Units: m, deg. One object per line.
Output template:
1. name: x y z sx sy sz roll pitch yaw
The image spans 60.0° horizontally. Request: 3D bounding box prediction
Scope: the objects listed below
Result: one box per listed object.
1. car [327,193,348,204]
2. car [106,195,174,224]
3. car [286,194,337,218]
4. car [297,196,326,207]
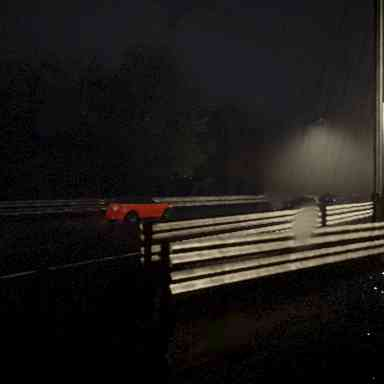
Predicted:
1. car: 16.681 0.931 39.138 2.097 1.767 4.553 0 1 42
2. car: -3.337 1.059 22.243 2.097 1.767 4.553 0 1 42
3. car: 8.924 1.173 25.357 2.128 1.511 4.902 0 1 42
4. car: 15.514 1.150 43.065 1.895 1.301 4.718 0 1 42
